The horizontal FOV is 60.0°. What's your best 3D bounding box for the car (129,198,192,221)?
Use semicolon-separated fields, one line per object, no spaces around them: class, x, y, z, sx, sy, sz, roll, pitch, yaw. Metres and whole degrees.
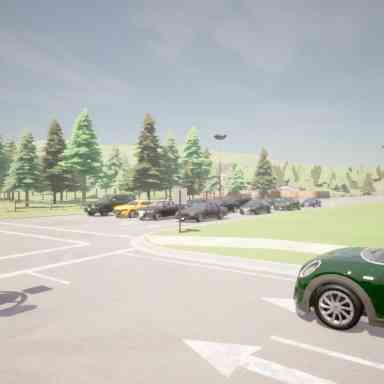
car;-2.482;1.492;27.645;2.128;1.511;4.902;0;0;36

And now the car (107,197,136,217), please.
car;-4.872;1.478;30.303;1.882;1.535;5.008;0;0;36

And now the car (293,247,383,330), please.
car;4.059;1.352;5.394;4.553;1.767;2.097;0;0;35

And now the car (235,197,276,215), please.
car;6.585;1.526;34.072;1.812;1.442;4.674;0;0;36

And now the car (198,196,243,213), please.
car;3.077;1.478;35.226;1.882;1.535;5.008;0;0;36

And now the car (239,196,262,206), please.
car;9.986;1.478;56.417;1.882;1.535;5.008;0;0;37

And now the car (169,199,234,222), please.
car;0.906;1.547;26.346;2.033;1.411;5.357;0;0;36

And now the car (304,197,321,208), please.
car;17.724;1.526;49.228;1.812;1.442;4.674;0;0;37

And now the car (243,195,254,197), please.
car;8.657;1.491;42.830;2.128;1.511;4.902;0;0;36

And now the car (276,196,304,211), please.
car;11.812;1.352;41.210;2.097;1.767;4.553;0;0;36

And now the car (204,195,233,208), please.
car;3.948;1.352;48.240;2.097;1.767;4.553;0;0;36

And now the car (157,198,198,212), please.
car;-1.687;1.547;40.564;2.033;1.411;5.357;0;0;36

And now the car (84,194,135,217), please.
car;-7.705;1.221;32.359;2.150;2.045;5.566;0;0;36

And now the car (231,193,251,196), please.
car;6.426;1.221;45.706;2.150;2.045;5.566;0;0;36

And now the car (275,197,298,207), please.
car;14.549;1.526;50.824;1.812;1.442;4.674;0;0;37

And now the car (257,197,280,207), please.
car;12.398;1.564;53.796;1.994;1.385;4.181;0;0;37
